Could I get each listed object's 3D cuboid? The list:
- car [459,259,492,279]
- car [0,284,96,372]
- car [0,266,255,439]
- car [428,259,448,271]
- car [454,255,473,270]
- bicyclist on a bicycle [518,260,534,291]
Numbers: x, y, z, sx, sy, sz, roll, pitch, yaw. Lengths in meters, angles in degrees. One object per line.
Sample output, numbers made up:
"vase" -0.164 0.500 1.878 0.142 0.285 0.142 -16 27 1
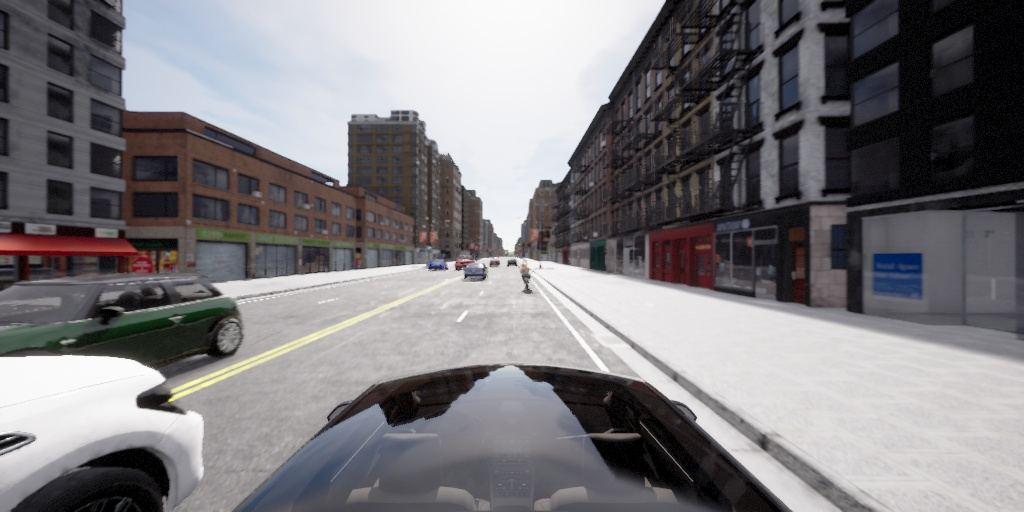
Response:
"car" -3.147 1.270 32.007 2.033 1.411 5.357 0 0 0
"car" -9.848 1.295 4.939 2.033 1.411 5.357 0 0 0
"car" -6.598 1.099 5.469 2.097 1.767 4.553 0 0 0
"car" -9.821 1.176 47.807 1.882 1.535 5.008 0 0 0
"car" -6.563 0.919 49.901 2.150 2.045 5.566 0 0 0
"bicyclist on a bicycle" 0.866 1.171 20.827 0.866 1.612 1.509 0 0 0
